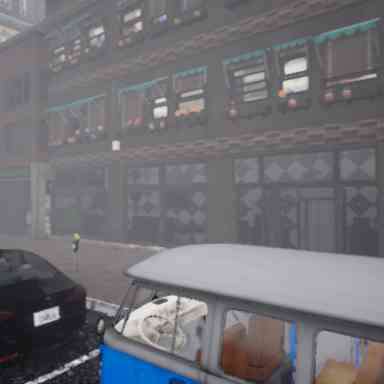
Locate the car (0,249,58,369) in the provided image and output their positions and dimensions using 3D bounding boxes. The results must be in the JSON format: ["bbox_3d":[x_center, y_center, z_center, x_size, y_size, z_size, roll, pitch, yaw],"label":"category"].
[{"bbox_3d":[-3.507,1.608,5.382,4.313,1.339,1.947,-1,-1,36],"label":"car"}]

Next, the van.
[{"bbox_3d":[1.102,1.343,2.096,3.998,1.788,1.690,-1,-1,35],"label":"van"}]
